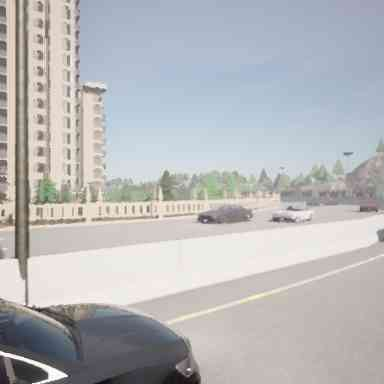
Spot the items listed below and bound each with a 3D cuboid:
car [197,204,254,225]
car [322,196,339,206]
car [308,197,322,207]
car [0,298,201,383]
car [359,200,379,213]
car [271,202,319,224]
[{"bbox_3d":[2.721,1.664,25.500,2.033,1.411,5.357,0,0,42],"label":"car"},{"bbox_3d":[26.203,1.987,62.469,1.994,1.385,4.181,0,-1,15],"label":"car"},{"bbox_3d":[22.179,1.984,60.928,1.994,1.385,4.181,0,-1,16],"label":"car"},{"bbox_3d":[-2.167,1.517,2.350,4.892,1.490,1.837,0,0,-36],"label":"car"},{"bbox_3d":[21.286,1.691,39.926,1.882,1.535,5.008,0,0,28],"label":"car"},{"bbox_3d":[8.080,1.721,26.366,1.895,1.301,4.718,0,0,39],"label":"car"}]
